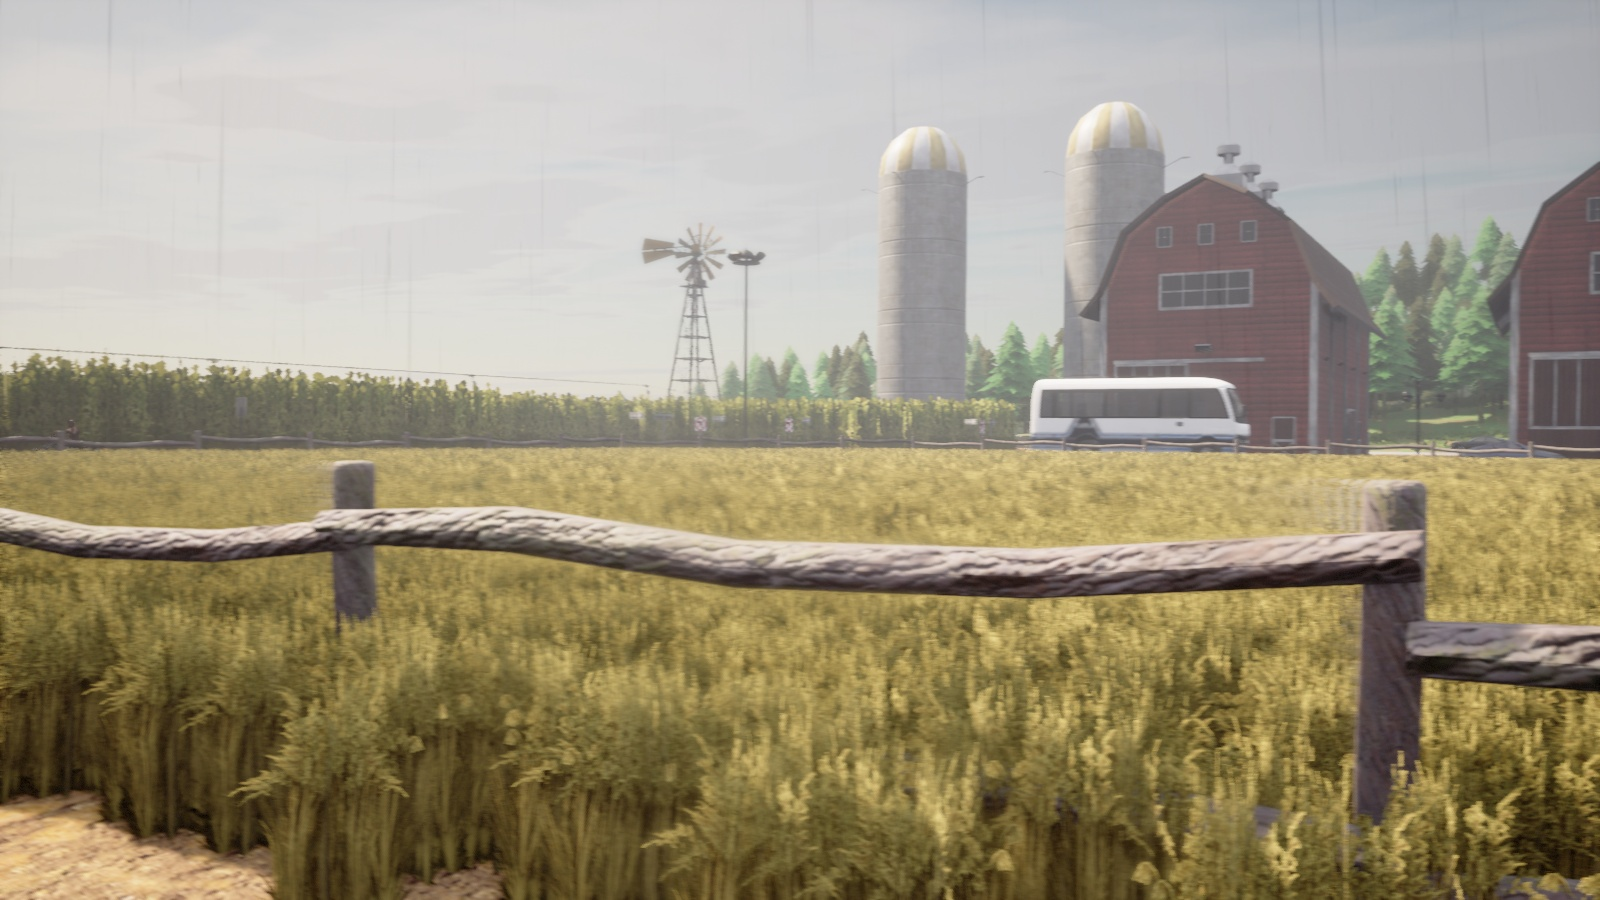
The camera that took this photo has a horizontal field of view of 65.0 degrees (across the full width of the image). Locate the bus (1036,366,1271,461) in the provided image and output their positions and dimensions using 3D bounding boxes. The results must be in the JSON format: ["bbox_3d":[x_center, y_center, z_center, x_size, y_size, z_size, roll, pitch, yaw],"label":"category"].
[{"bbox_3d":[16.985,-1.657,60.607,10.273,4.253,3.944,0,1,28],"label":"bus"}]

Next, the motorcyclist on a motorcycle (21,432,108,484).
[{"bbox_3d":[-23.988,0.243,41.008,0.766,1.649,2.350,0,1,31],"label":"motorcyclist on a motorcycle"}]

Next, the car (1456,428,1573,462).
[{"bbox_3d":[30.320,-0.238,53.308,4.181,1.385,1.994,0,1,34],"label":"car"}]
